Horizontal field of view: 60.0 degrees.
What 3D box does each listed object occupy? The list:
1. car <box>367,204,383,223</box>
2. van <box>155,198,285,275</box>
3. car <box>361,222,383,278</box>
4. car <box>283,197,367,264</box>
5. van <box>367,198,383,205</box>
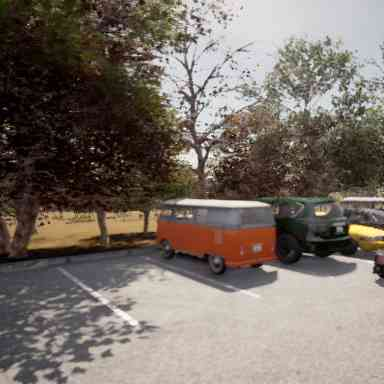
[{"bbox_3d":[7.394,1.498,15.330,2.231,1.521,4.892,1,0,-36],"label":"car"},{"bbox_3d":[0.463,1.233,10.536,1.878,1.987,4.442,0,0,-36],"label":"van"},{"bbox_3d":[6.545,1.554,8.662,4.181,1.385,1.994,0,0,-36],"label":"car"},{"bbox_3d":[2.869,1.212,12.143,2.435,2.045,5.566,0,0,-36],"label":"car"},{"bbox_3d":[9.580,1.291,17.041,1.878,1.987,4.442,1,0,-36],"label":"van"}]
